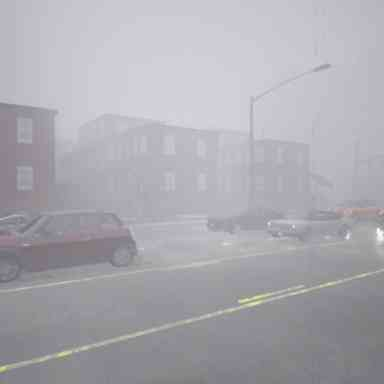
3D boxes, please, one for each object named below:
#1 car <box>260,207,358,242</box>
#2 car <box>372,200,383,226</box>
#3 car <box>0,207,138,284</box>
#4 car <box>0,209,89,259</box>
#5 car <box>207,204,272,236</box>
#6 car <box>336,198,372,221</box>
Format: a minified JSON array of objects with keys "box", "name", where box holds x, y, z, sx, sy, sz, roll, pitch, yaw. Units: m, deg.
[{"box":[5.830,1.597,16.344,4.718,1.301,1.895,0,0,-34],"name":"car"},{"box":[14.379,1.345,22.086,4.553,1.767,2.097,0,0,-34],"name":"car"},{"box":[-3.964,1.350,9.712,4.553,1.767,2.097,0,0,-35],"name":"car"},{"box":[-6.567,1.492,12.299,4.902,1.511,2.128,0,0,-32],"name":"car"},{"box":[3.114,1.473,18.731,5.008,1.535,1.882,0,0,-34],"name":"car"},{"box":[11.943,1.345,24.668,4.553,1.767,2.097,0,0,-34],"name":"car"}]
